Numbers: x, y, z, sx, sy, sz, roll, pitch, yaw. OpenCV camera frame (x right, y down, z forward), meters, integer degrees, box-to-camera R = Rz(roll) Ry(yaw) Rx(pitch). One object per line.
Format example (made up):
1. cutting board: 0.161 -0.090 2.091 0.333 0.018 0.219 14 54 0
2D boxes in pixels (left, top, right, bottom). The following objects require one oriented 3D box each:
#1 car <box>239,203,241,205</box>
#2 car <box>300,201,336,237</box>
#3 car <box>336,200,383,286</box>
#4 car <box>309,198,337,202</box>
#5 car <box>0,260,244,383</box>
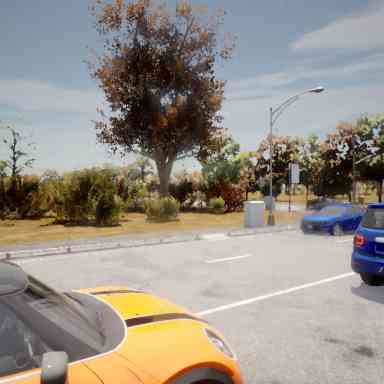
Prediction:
1. car: 6.930 1.588 48.246 1.895 1.301 4.718 0 0 -33
2. car: 8.005 1.477 18.191 5.008 1.535 1.882 0 0 -35
3. car: 6.170 1.221 8.152 5.566 2.045 2.150 0 0 -35
4. car: 15.427 1.547 34.839 2.033 1.411 5.357 0 0 -32
5. car: -1.735 1.352 2.508 4.553 1.767 2.097 0 0 -35
